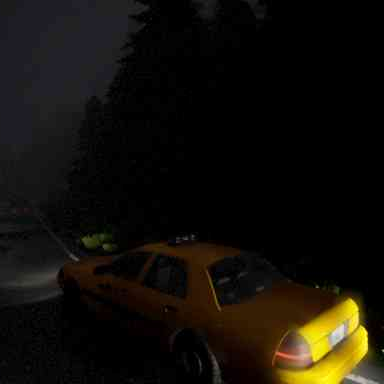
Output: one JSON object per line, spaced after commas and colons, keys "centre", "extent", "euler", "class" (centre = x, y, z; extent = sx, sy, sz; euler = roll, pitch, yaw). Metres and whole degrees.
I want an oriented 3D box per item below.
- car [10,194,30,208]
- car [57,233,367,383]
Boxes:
{"centre": [-20.859, 1.047, 40.383], "extent": [2.128, 1.511, 4.902], "euler": [-2, 2, -26], "class": "car"}
{"centre": [-0.325, 1.413, 5.205], "extent": [5.366, 1.575, 1.801], "euler": [1, 1, 45], "class": "car"}
